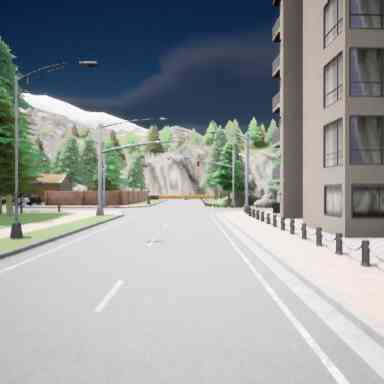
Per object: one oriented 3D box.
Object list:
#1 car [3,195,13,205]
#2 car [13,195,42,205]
[{"bbox_3d":[-27.524,1.130,50.799,1.905,1.878,3.866,0,0,-1],"label":"car"},{"bbox_3d":[-25.020,1.128,51.246,1.932,1.855,4.605,0,0,-1],"label":"car"}]
